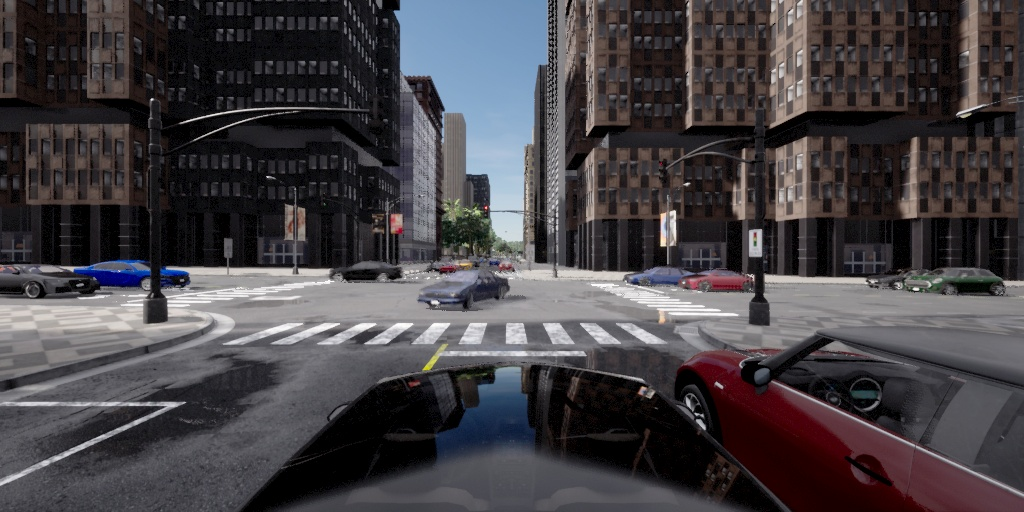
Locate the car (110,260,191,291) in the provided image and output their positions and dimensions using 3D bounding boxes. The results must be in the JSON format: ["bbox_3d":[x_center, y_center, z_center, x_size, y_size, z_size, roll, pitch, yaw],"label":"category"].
[{"bbox_3d":[-19.838,0.976,18.837,5.008,1.535,1.882,1,0,0],"label":"car"}]

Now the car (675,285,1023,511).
[{"bbox_3d":[2.763,1.190,2.403,1.967,1.591,4.097,0,0,0],"label":"car"}]

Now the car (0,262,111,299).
[{"bbox_3d":[-20.774,1.053,15.583,4.181,1.385,1.994,1,0,0],"label":"car"}]

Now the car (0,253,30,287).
[{"bbox_3d":[-28.950,0.722,18.780,4.553,1.767,2.097,1,0,0],"label":"car"}]

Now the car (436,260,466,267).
[{"bbox_3d":[-6.482,1.347,38.563,1.895,1.301,4.718,0,0,1],"label":"car"}]

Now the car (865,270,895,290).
[{"bbox_3d":[28.419,1.686,25.841,4.892,1.490,1.837,1,0,0],"label":"car"}]

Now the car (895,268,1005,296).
[{"bbox_3d":[27.689,1.525,22.582,4.553,1.767,2.097,1,0,0],"label":"car"}]

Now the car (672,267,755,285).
[{"bbox_3d":[12.774,1.522,22.494,4.181,1.385,1.994,1,0,0],"label":"car"}]

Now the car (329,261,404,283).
[{"bbox_3d":[-10.345,1.101,25.599,5.008,1.535,1.882,1,0,0],"label":"car"}]

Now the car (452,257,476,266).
[{"bbox_3d":[-6.522,1.247,48.958,1.882,1.535,5.008,0,0,0],"label":"car"}]

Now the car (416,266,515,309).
[{"bbox_3d":[-1.800,1.299,15.326,2.033,1.411,5.357,0,0,22],"label":"car"}]

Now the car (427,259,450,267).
[{"bbox_3d":[-9.153,1.323,43.735,1.948,1.339,4.313,0,0,0],"label":"car"}]

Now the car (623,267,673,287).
[{"bbox_3d":[10.825,1.473,25.734,5.357,1.411,2.033,1,0,0],"label":"car"}]

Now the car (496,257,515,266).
[{"bbox_3d":[-0.628,1.197,43.792,1.967,1.591,4.097,0,0,0],"label":"car"}]

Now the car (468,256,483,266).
[{"bbox_3d":[-6.588,1.014,59.296,2.150,2.045,5.566,0,0,0],"label":"car"}]

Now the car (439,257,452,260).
[{"bbox_3d":[-9.191,1.084,49.161,2.192,1.841,5.009,0,0,0],"label":"car"}]
